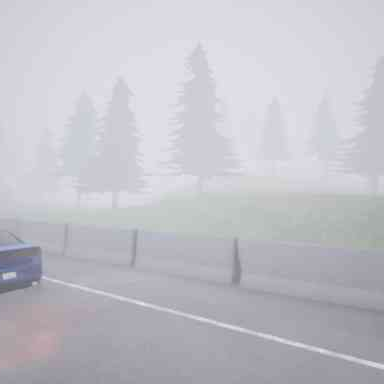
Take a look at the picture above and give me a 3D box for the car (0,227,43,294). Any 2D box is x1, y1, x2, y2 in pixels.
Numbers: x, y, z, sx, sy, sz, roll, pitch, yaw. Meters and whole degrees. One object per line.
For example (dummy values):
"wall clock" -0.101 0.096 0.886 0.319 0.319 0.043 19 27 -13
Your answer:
"car" -5.609 1.520 7.995 5.008 1.535 1.882 -1 0 36
